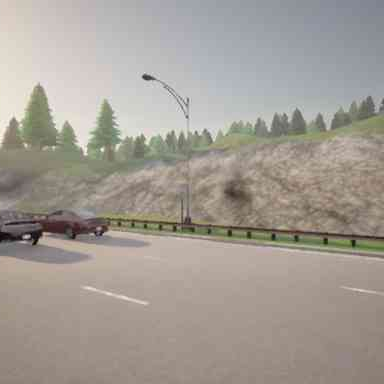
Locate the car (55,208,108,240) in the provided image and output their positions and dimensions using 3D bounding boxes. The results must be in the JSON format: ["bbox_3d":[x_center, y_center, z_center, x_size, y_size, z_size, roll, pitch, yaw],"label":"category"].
[{"bbox_3d":[-6.236,1.530,16.916,4.674,1.442,1.812,0,0,36],"label":"car"}]

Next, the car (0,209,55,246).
[{"bbox_3d":[-8.269,1.492,14.066,4.902,1.511,2.128,0,0,36],"label":"car"}]
